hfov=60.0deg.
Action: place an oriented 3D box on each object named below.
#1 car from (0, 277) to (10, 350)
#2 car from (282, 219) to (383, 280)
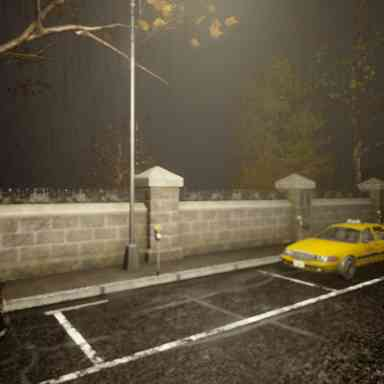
[{"bbox_3d":[-4.331,1.567,3.467,4.313,1.339,1.947,0,0,-35],"label":"car"},{"bbox_3d":[4.699,1.522,9.907,4.829,1.417,1.752,0,0,-35],"label":"car"}]
